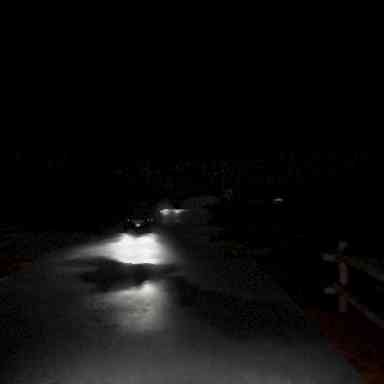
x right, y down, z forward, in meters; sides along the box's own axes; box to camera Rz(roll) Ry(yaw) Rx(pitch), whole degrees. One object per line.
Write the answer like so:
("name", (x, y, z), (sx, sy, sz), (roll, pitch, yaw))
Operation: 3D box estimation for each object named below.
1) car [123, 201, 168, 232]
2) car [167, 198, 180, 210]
("car", (-2.919, 1.543, 20.527), (2.128, 1.511, 4.902), (0, 0, 1))
("car", (-2.693, 1.563, 46.113), (1.837, 1.490, 4.892), (0, 0, 1))
